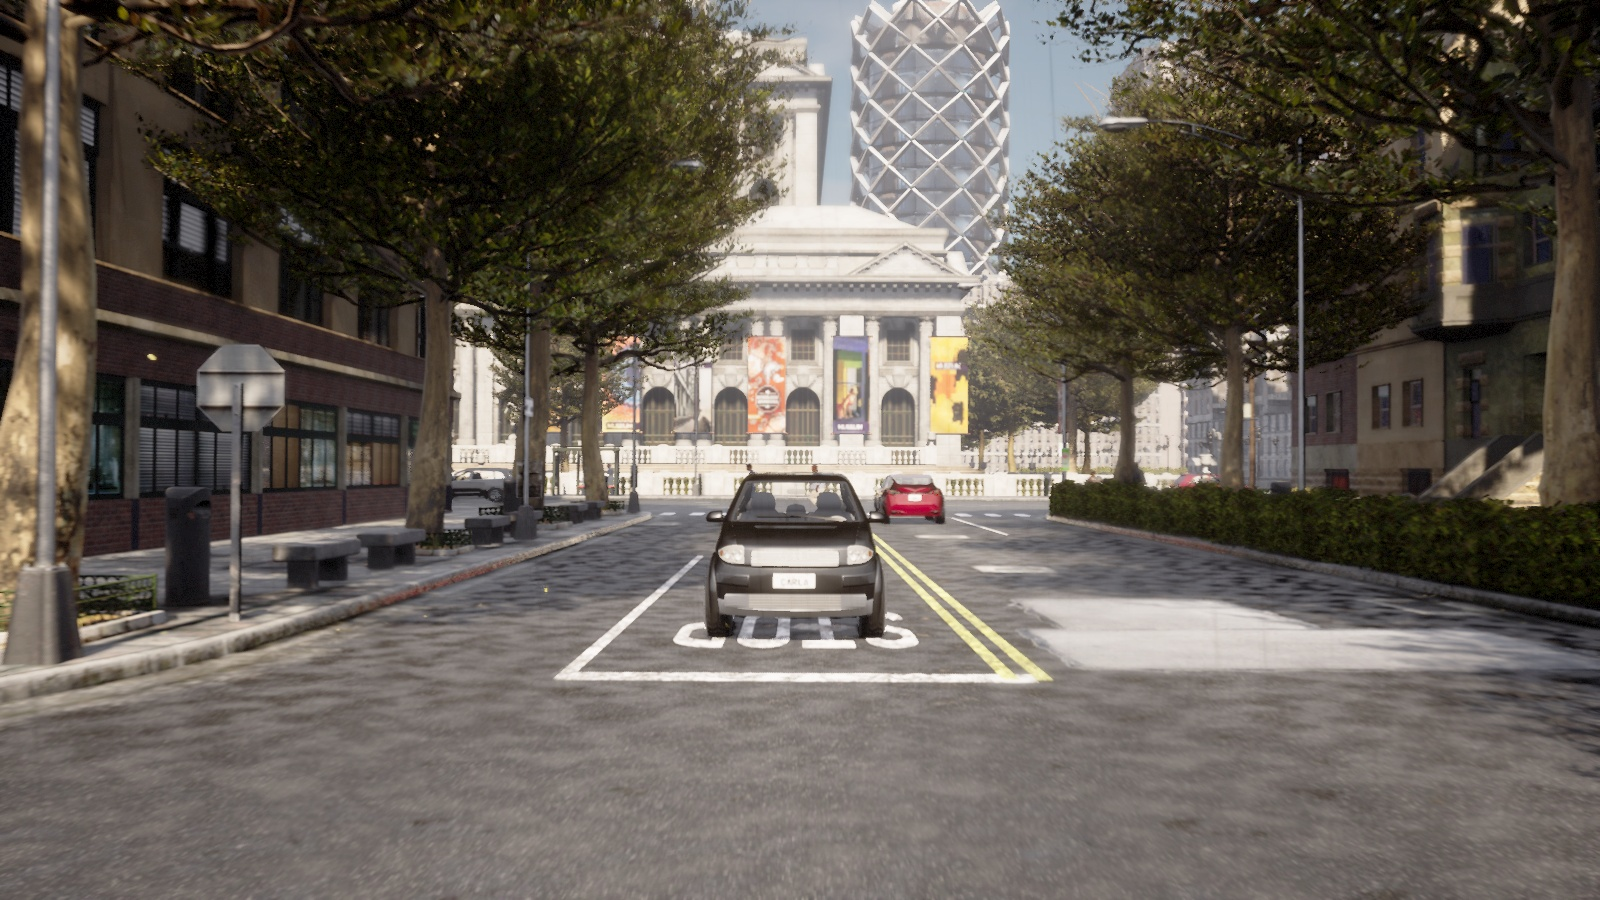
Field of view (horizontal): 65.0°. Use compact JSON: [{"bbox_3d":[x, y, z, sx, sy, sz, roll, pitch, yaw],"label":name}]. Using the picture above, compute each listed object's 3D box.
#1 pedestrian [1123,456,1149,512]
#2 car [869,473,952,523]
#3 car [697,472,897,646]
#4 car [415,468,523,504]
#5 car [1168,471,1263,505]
[{"bbox_3d":[11.098,1.123,41.523,0.540,1.848,0.694,0,-1,-14],"label":"pedestrian"},{"bbox_3d":[3.406,1.464,39.593,2.163,1.488,4.792,0,-1,0],"label":"car"},{"bbox_3d":[-0.034,1.013,13.108,1.789,1.549,3.705,0,-1,0],"label":"car"},{"bbox_3d":[-15.824,1.731,60.206,4.611,1.667,2.242,0,-1,0],"label":"car"},{"bbox_3d":[18.690,1.702,56.599,3.633,1.501,1.845,0,-1,0],"label":"car"}]
